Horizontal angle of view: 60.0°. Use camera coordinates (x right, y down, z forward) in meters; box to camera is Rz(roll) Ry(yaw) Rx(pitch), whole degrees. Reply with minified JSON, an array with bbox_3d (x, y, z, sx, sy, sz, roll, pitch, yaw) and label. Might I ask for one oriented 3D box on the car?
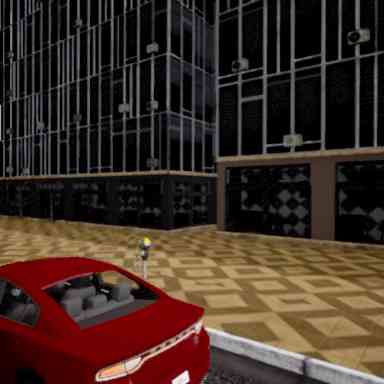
[{"bbox_3d":[-1.916,1.519,4.245,4.507,1.381,1.887,0,0,36],"label":"car"}]
